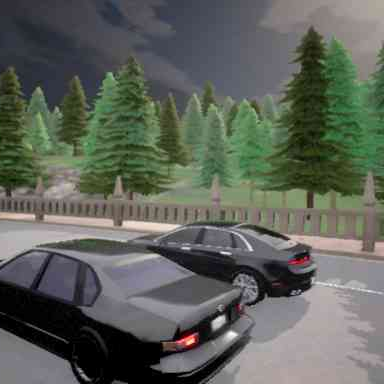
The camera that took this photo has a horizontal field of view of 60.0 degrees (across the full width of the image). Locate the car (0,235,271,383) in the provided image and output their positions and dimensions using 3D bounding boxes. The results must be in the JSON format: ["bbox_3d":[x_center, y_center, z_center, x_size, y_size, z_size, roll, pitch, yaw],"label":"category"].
[{"bbox_3d":[-1.760,1.483,5.185,5.357,1.411,2.033,1,1,34],"label":"car"}]

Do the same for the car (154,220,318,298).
[{"bbox_3d":[0.396,1.443,7.933,4.892,1.490,1.837,1,1,34],"label":"car"}]
